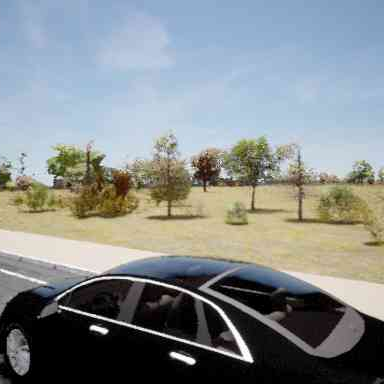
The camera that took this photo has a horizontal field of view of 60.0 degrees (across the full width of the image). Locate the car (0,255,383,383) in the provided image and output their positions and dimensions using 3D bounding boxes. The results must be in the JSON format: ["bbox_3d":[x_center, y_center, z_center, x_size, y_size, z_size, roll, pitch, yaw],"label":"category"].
[{"bbox_3d":[-0.335,1.506,3.804,4.892,1.490,1.837,0,0,36],"label":"car"}]
